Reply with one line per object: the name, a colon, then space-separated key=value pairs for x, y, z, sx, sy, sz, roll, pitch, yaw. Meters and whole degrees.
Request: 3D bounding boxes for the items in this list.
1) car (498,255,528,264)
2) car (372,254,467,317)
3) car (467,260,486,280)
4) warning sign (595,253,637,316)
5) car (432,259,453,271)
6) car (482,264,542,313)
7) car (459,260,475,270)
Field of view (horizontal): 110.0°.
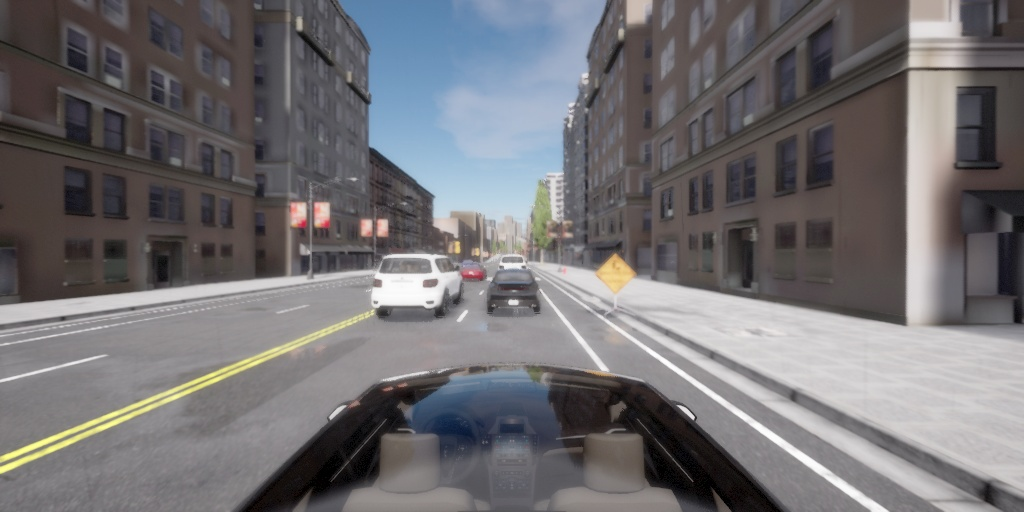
car: x=0.063 y=0.930 z=28.007 sx=2.150 sy=2.045 sz=5.566 roll=0 pitch=0 yaw=0
car: x=-3.186 y=0.949 z=13.115 sx=2.150 sy=2.045 sz=5.566 roll=0 pitch=0 yaw=0
car: x=-3.176 y=1.270 z=29.874 sx=1.994 sy=1.385 sz=4.181 roll=0 pitch=0 yaw=0
warning sign: x=3.226 y=0.845 z=11.224 sx=1.300 sy=1.860 sz=1.060 roll=0 pitch=0 yaw=0
car: x=-9.827 y=1.215 z=51.043 sx=1.882 sy=1.535 sz=5.008 roll=0 pitch=0 yaw=0
car: x=0.069 y=1.228 z=13.730 sx=1.837 sy=1.490 sz=4.892 roll=0 pitch=0 yaw=0
car: x=-6.567 y=1.269 z=53.001 sx=1.812 sy=1.442 sz=4.674 roll=0 pitch=0 yaw=0
